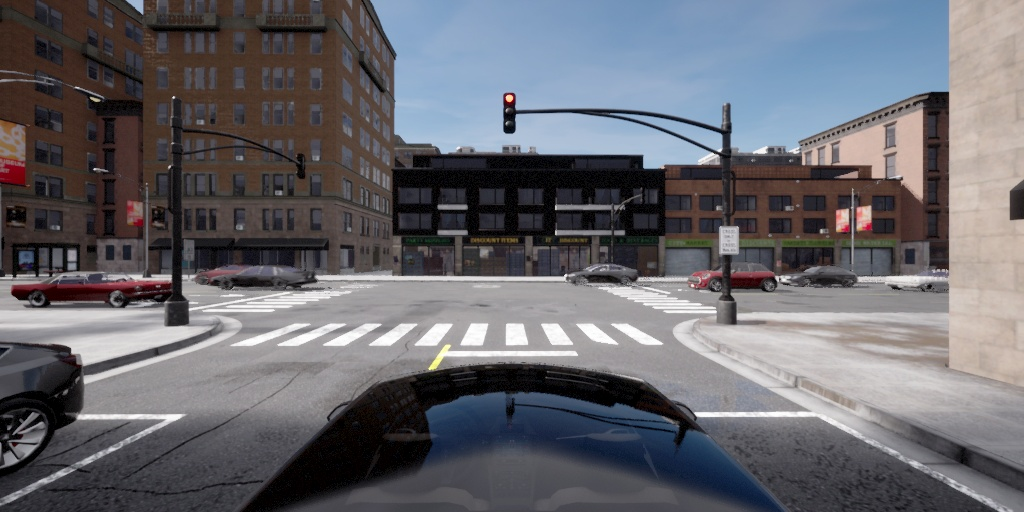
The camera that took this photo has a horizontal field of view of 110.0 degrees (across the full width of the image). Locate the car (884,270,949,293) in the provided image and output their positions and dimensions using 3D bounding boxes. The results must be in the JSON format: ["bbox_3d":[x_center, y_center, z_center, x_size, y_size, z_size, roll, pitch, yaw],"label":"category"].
[{"bbox_3d":[25.384,1.489,21.411,4.718,1.301,1.895,0,0,-1],"label":"car"}]

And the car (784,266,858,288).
[{"bbox_3d":[20.980,1.391,24.603,4.674,1.442,1.812,0,0,-1],"label":"car"}]

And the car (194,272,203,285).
[{"bbox_3d":[-18.636,1.233,24.084,4.181,1.385,1.994,0,0,-1],"label":"car"}]

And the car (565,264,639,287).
[{"bbox_3d":[6.067,1.281,24.409,4.902,1.511,2.128,0,0,-1],"label":"car"}]

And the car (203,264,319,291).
[{"bbox_3d":[-14.296,1.237,20.889,5.357,1.411,2.033,0,0,-1],"label":"car"}]

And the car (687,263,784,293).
[{"bbox_3d":[12.932,1.176,21.245,4.553,1.767,2.097,0,0,-1],"label":"car"}]

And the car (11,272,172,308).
[{"bbox_3d":[-16.202,1.281,14.161,4.718,1.301,1.895,0,0,-1],"label":"car"}]

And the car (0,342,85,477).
[{"bbox_3d":[-5.387,1.316,2.005,1.948,1.339,4.313,0,0,0],"label":"car"}]
